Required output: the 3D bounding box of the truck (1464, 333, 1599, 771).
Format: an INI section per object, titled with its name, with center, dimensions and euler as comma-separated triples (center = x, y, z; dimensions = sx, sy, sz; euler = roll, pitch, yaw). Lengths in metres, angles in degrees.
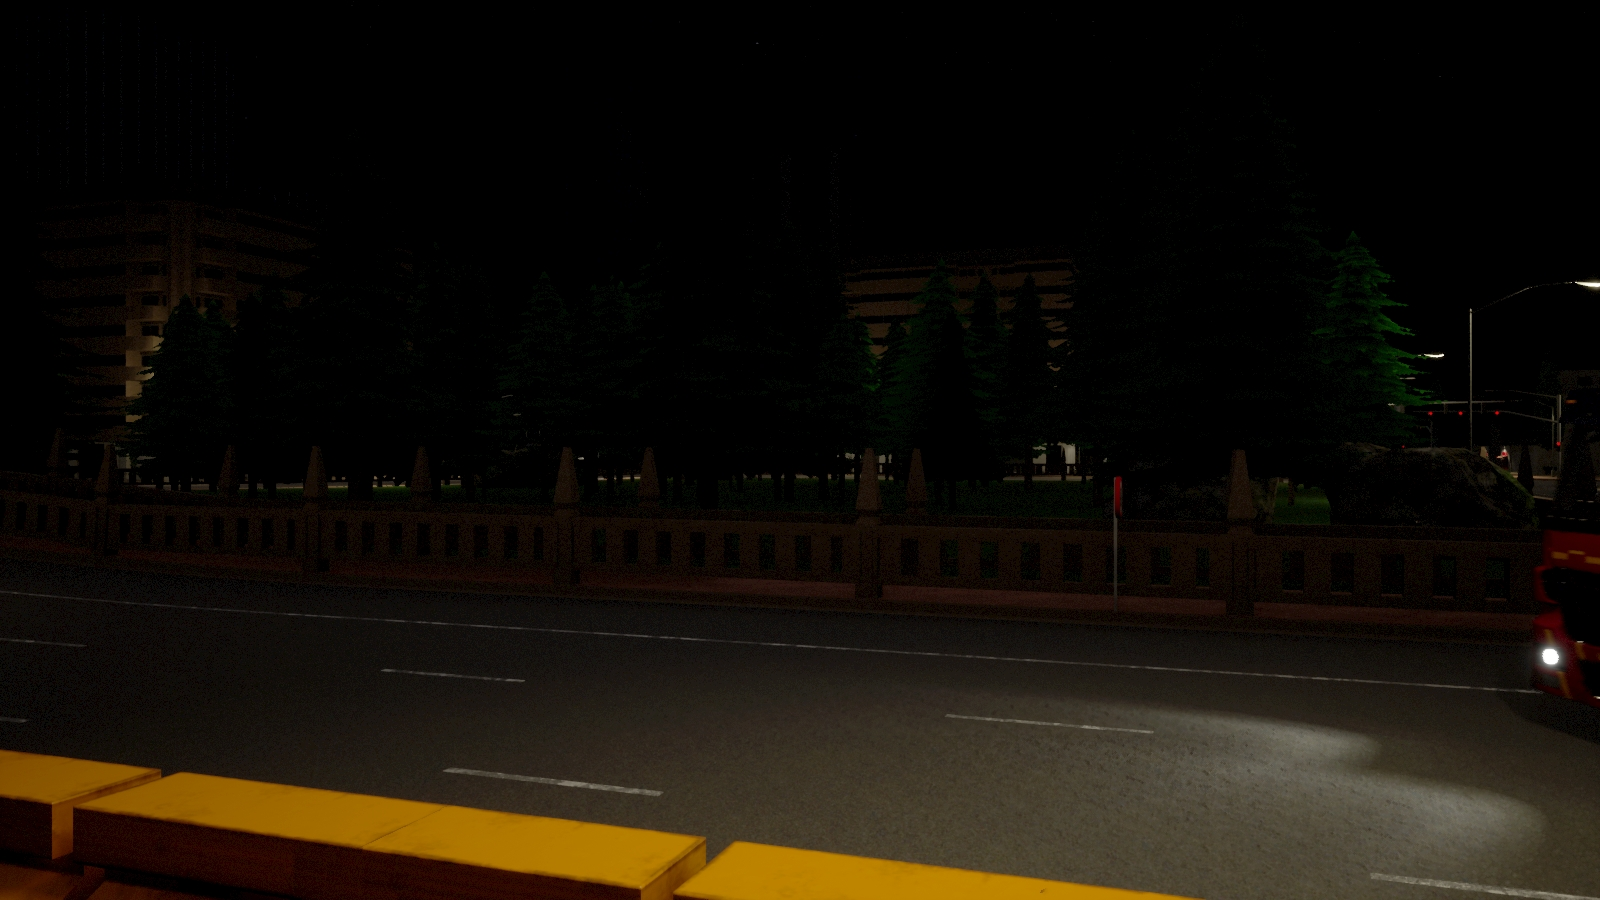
[truck]
center = 11.183, 0.890, 10.665
dimensions = 8.468, 3.827, 2.891
euler = 0, 0, -5
